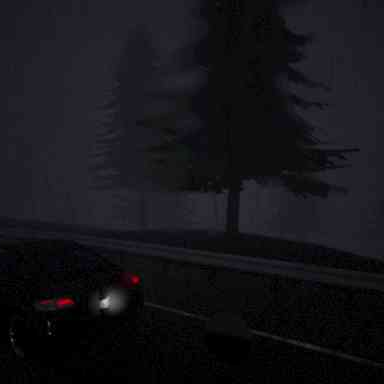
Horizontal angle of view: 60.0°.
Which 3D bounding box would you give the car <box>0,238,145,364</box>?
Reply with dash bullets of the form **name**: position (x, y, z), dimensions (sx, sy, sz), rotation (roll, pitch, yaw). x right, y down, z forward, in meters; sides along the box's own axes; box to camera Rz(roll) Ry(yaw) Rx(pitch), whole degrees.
- **car**: position (-2.853, 1.523, 5.839), dimensions (4.181, 1.385, 1.994), rotation (0, 0, 34)
